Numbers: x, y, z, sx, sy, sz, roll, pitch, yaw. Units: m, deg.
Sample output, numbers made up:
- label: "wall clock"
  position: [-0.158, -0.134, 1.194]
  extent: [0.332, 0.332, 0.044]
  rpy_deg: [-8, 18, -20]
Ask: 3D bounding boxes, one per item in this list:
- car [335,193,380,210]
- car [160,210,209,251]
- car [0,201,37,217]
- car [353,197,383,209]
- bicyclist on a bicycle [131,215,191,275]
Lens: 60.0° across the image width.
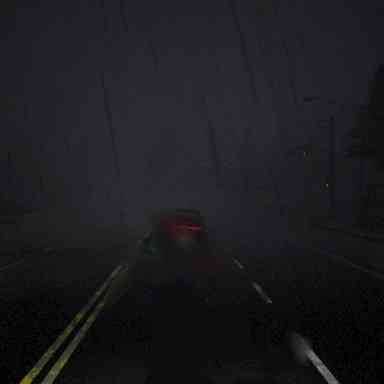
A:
- label: "car"
  position: [21.115, 1.166, 42.344]
  extent: [5.566, 2.045, 2.150]
  rpy_deg: [0, 0, -2]
- label: "car"
  position: [-0.325, 1.491, 14.102]
  extent: [2.128, 1.511, 4.902]
  rpy_deg: [0, 0, -2]
- label: "car"
  position: [-17.147, 1.492, 30.418]
  extent: [5.357, 1.411, 2.033]
  rpy_deg: [0, 0, -2]
- label: "car"
  position: [21.902, 1.545, 38.869]
  extent: [4.718, 1.301, 1.895]
  rpy_deg: [0, 0, -2]
- label: "bicyclist on a bicycle"
  position: [-0.860, 1.454, 9.167]
  extent: [1.656, 1.620, 0.582]
  rpy_deg: [-2, 0, -2]
